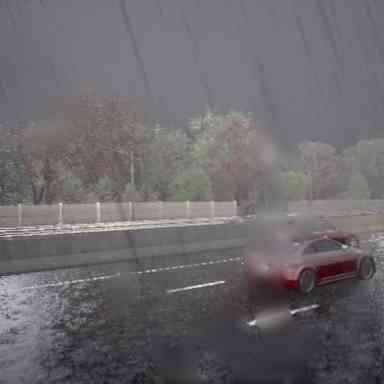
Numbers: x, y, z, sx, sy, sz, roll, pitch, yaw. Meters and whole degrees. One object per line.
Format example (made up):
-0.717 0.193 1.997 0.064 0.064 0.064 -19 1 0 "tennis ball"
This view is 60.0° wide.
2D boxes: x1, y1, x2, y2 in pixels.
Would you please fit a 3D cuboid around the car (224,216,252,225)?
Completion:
5.942 3.507 36.494 5.357 1.411 2.033 0 -4 -32 "car"

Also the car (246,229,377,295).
3.665 2.047 10.142 4.181 1.385 1.994 0 -4 -32 "car"

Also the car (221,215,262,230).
6.113 3.708 40.715 4.892 1.490 1.837 0 -4 -32 "car"

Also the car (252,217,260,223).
9.180 3.259 34.399 5.357 1.411 2.033 0 -4 -32 "car"

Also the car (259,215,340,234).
5.728 2.077 15.566 4.553 1.767 2.097 0 -4 -32 "car"

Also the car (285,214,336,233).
11.323 2.970 31.622 4.892 1.490 1.837 0 -4 -32 "car"
